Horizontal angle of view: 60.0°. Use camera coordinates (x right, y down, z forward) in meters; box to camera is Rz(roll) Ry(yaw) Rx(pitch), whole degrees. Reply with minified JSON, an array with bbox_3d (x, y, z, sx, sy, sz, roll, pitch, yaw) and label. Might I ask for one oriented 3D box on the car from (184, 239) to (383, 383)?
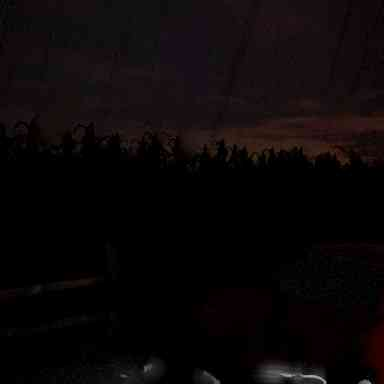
[{"bbox_3d":[2.214,1.479,4.533,5.008,1.535,1.882,0,0,-36],"label":"car"}]
